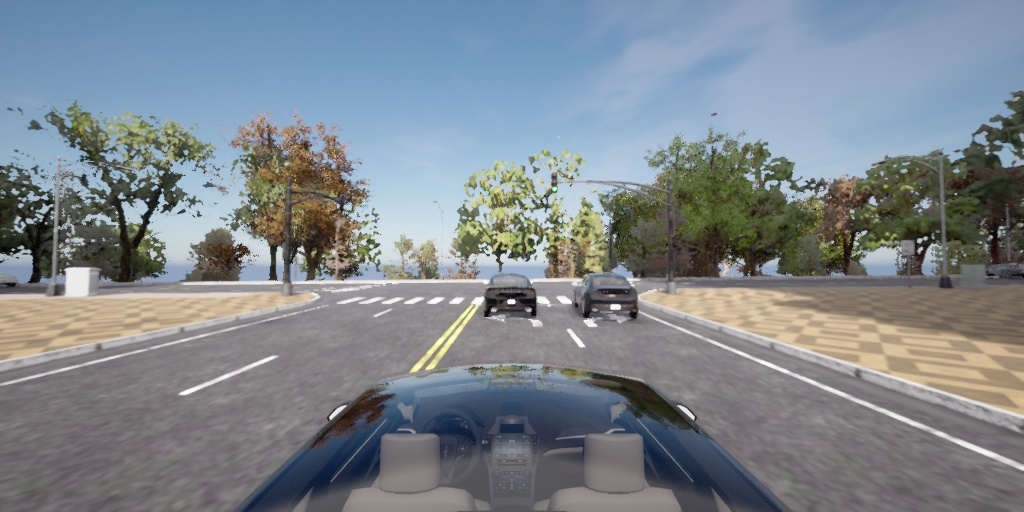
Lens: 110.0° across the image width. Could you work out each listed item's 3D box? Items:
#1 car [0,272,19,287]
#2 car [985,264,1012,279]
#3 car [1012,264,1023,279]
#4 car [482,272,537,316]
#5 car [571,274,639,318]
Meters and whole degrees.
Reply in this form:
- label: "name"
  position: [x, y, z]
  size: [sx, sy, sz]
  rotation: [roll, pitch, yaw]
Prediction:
- label: "car"
  position: [-47.991, 2.159, 32.678]
  size: [4.674, 1.442, 1.812]
  rotation: [-1, -2, 0]
- label: "car"
  position: [45.568, 1.396, 33.193]
  size: [4.181, 1.385, 1.994]
  rotation: [0, -2, 0]
- label: "car"
  position: [45.504, 1.303, 29.943]
  size: [4.181, 1.385, 1.994]
  rotation: [0, -2, 0]
- label: "car"
  position: [-0.148, 1.391, 14.290]
  size: [1.882, 1.535, 5.008]
  rotation: [0, -1, -3]
- label: "car"
  position: [3.474, 1.413, 13.838]
  size: [1.837, 1.490, 4.892]
  rotation: [0, -1, 4]
